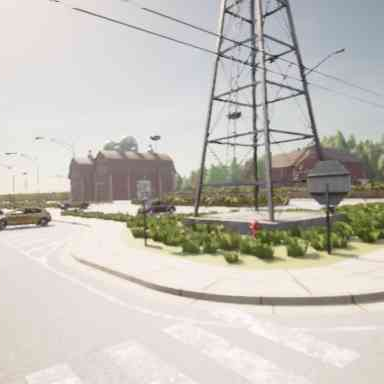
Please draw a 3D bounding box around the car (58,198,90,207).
[{"bbox_3d":[-18.000,1.786,50.888,4.605,1.855,1.932,-2,0,-39],"label":"car"}]

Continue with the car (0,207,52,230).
[{"bbox_3d":[-12.672,1.885,24.564,4.193,1.474,1.816,-2,0,-39],"label":"car"}]

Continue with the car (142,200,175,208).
[{"bbox_3d":[-3.529,1.519,33.685,3.905,1.438,1.784,-2,0,-39],"label":"car"}]
